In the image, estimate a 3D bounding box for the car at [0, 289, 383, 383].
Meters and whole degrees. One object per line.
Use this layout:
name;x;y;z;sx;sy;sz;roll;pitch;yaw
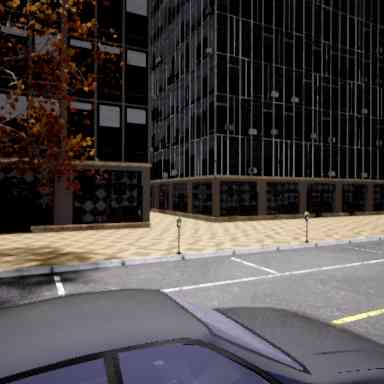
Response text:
car;-0.571;1.546;2.455;5.357;1.411;2.033;0;0;-26
